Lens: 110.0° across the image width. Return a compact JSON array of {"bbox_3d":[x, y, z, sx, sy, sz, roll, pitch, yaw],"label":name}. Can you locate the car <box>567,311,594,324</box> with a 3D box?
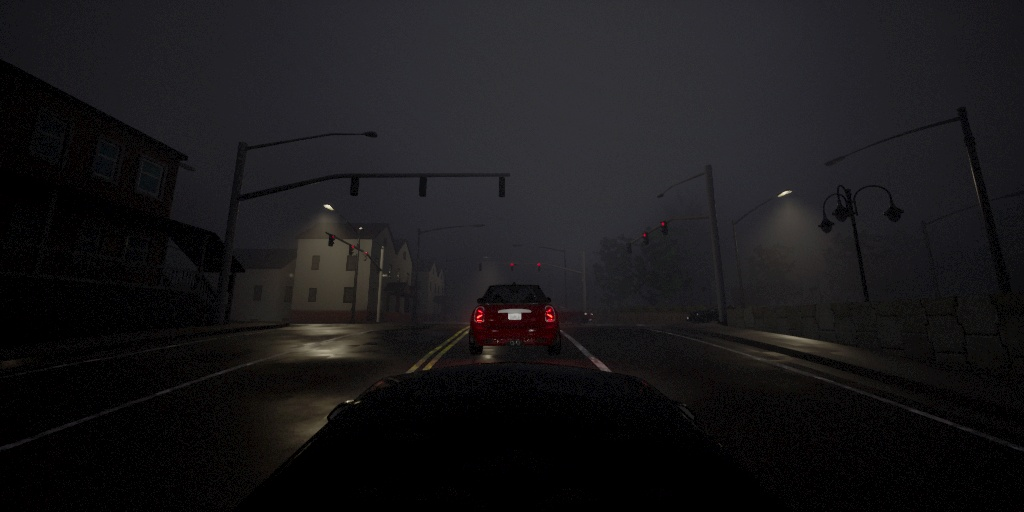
[{"bbox_3d":[3.425,4.266,25.833,4.718,1.301,1.895,-5,-11,27],"label":"car"}]

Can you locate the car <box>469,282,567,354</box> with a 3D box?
[{"bbox_3d":[0.061,1.564,10.043,2.097,1.767,4.553,-1,-6,0],"label":"car"}]

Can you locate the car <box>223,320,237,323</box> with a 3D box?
[{"bbox_3d":[-19.892,5.152,24.881,5.008,1.535,1.882,-9,-10,0],"label":"car"}]

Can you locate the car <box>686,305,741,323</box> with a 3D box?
[{"bbox_3d":[16.310,4.622,28.272,4.902,1.511,2.128,0,-10,1],"label":"car"}]
